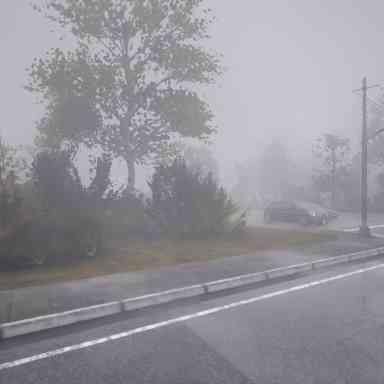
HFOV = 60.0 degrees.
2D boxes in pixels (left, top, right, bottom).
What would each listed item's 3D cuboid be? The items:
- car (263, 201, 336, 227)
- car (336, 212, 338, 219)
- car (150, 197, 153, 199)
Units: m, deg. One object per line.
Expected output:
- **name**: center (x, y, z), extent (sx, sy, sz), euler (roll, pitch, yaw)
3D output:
- **car**: center (7.342, 1.426, 23.669), extent (2.097, 1.767, 4.553), euler (0, -1, -38)
- **car**: center (9.241, 1.594, 26.915), extent (1.837, 1.490, 4.892), euler (0, -1, -42)
- **car**: center (-6.088, 1.849, 53.064), extent (5.566, 2.045, 2.150), euler (-2, -1, 40)
